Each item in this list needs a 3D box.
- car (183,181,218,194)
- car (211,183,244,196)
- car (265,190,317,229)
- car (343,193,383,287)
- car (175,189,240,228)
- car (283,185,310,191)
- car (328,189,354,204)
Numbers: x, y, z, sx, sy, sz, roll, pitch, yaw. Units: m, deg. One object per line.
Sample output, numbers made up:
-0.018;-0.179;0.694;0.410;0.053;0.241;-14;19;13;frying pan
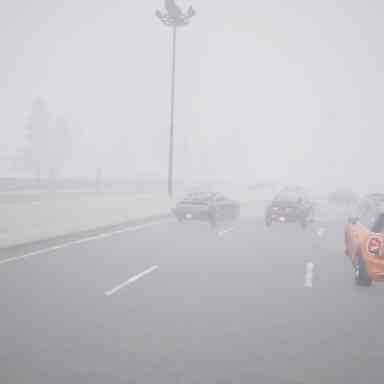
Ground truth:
1.153;-0.563;43.513;1.882;1.535;5.008;4;3;38;car
4.559;-0.340;42.196;1.812;1.442;4.674;4;3;39;car
5.028;0.859;16.719;1.837;1.490;4.892;3;3;26;car
5.093;1.109;8.252;2.097;1.767;4.553;3;3;21;car
0.918;0.734;16.209;2.128;1.511;4.902;3;3;25;car
9.920;0.168;31.532;2.097;1.767;4.553;4;3;35;car
14.621;0.426;32.037;1.882;1.535;5.008;4;3;37;car
